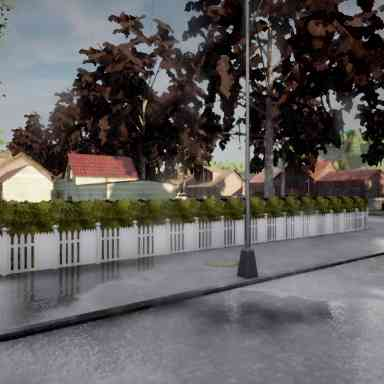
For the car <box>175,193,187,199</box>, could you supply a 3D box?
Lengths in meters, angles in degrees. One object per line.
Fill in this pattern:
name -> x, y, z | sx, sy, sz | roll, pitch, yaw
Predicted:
car -> -3.000, 1.222, 56.947 | 2.150, 2.045, 5.566 | 0, 0, -36
